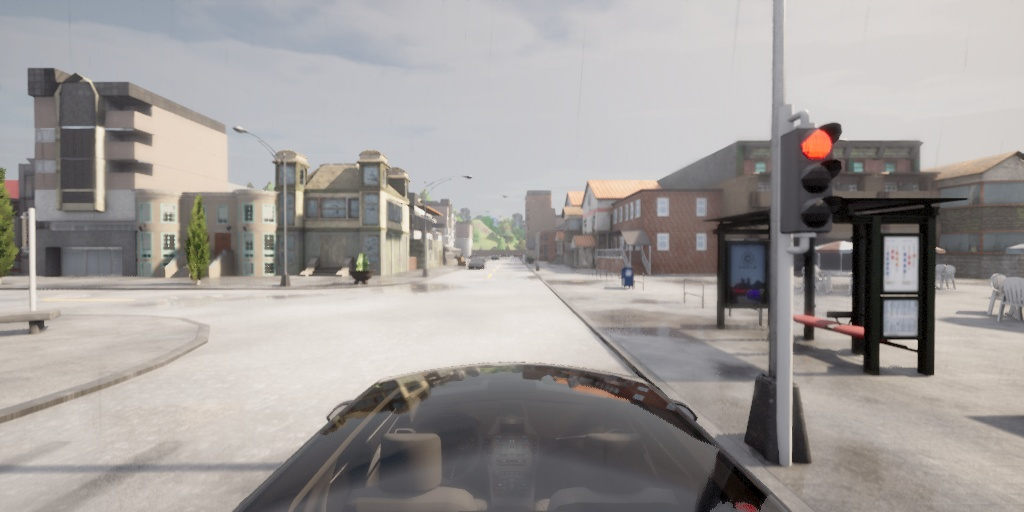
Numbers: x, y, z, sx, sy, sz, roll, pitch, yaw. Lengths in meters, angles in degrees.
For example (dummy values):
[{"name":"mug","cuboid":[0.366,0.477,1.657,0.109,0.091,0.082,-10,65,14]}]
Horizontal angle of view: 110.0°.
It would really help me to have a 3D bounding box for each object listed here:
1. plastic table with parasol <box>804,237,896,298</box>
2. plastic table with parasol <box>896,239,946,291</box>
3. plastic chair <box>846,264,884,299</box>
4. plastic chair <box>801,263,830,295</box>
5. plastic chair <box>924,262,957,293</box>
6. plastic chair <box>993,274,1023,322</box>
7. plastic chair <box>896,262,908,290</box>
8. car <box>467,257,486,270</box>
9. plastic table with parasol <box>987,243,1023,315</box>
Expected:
[{"name":"plastic table with parasol","cuboid":[15.919,0.520,17.347,2.482,2.480,2.482,0,0,0]},{"name":"plastic table with parasol","cuboid":[22.509,0.491,20.237,2.482,2.480,2.482,0,0,0]},{"name":"plastic chair","cuboid":[15.799,1.136,16.067,0.750,1.272,0.730,0,0,0]},{"name":"plastic chair","cuboid":[14.699,1.122,17.467,0.730,1.272,0.750,0,0,0]},{"name":"plastic chair","cuboid":[22.499,1.110,18.767,0.750,1.272,0.730,0,0,0]},{"name":"plastic chair","cuboid":[13.899,1.200,9.668,0.730,1.272,0.750,0,0,0]},{"name":"plastic chair","cuboid":[21.331,1.096,20.163,0.730,1.272,0.750,0,0,-1]},{"name":"car","cuboid":[-4.005,0.924,41.638,1.837,1.490,4.892,0,2,0]},{"name":"plastic table with parasol","cuboid":[15.169,0.598,9.528,2.482,2.480,2.482,0,0,0]}]
